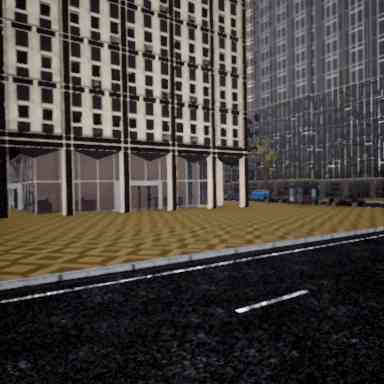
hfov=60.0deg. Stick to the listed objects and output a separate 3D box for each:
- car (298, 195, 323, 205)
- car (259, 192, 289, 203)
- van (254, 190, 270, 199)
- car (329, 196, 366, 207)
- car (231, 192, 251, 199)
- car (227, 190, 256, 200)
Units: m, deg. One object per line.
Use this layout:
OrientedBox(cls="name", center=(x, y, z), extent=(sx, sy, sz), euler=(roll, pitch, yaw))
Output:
OrientedBox(cls="car", center=(16.002, 1.098, 45.950), extent=(1.802, 1.307, 4.206), euler=(-1, 1, -34))
OrientedBox(cls="car", center=(12.837, 1.029, 50.670), extent=(1.947, 1.339, 4.313), euler=(-1, 1, -34))
OrientedBox(cls="van", center=(13.365, 0.504, 64.806), extent=(1.690, 1.788, 3.998), euler=(-1, 1, -34))
OrientedBox(cls="car", center=(19.201, 1.133, 41.250), extent=(1.947, 1.339, 4.313), euler=(-1, 1, -34))
OrientedBox(cls="car", center=(10.153, 0.692, 69.498), extent=(1.802, 1.307, 4.206), euler=(-1, 1, -34))
OrientedBox(cls="car", center=(8.713, 0.846, 61.455), extent=(2.033, 1.411, 5.357), euler=(-2, 1, -34))
